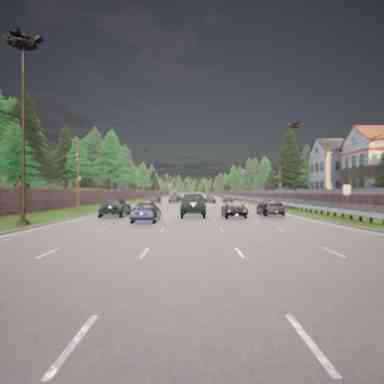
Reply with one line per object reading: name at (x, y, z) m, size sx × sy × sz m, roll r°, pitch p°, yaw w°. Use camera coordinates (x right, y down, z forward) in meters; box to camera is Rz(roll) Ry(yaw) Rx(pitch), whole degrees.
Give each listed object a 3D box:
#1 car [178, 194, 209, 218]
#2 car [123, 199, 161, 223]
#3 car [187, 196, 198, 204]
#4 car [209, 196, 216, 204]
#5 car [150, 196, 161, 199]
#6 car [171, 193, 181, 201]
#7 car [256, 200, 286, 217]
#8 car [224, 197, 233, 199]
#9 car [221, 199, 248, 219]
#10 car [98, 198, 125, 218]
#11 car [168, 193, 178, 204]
car at (0.106, 1.185, 29.757) m, size 2.150 × 2.045 × 5.566 m, roll 0°, pitch 0°, yaw 0°
car at (-3.395, 1.517, 24.887) m, size 2.033 × 1.411 × 5.357 m, roll 0°, pitch 0°, yaw 0°
car at (0.012, 1.470, 63.465) m, size 2.033 × 1.411 × 5.357 m, roll 0°, pitch 0°, yaw 0°
car at (3.512, 1.485, 63.881) m, size 1.994 × 1.385 × 4.181 m, roll 0°, pitch 0°, yaw 0°
car at (-6.988, 1.415, 63.466) m, size 2.128 × 1.511 × 4.902 m, roll 0°, pitch 0°, yaw 0°
car at (-3.486, 1.098, 73.855) m, size 2.097 × 1.767 × 4.553 m, roll 0°, pitch 0°, yaw 0°
car at (7.104, 1.454, 30.330) m, size 2.128 × 1.511 × 4.902 m, roll 0°, pitch 0°, yaw 0°
car at (7.012, 1.522, 63.910) m, size 1.895 × 1.301 × 4.718 m, roll 0°, pitch 0°, yaw 0°
car at (3.606, 1.565, 29.000) m, size 1.895 × 1.301 × 4.718 m, roll 0°, pitch 0°, yaw 0°
car at (-6.893, 1.316, 30.095) m, size 2.097 × 1.767 × 4.553 m, roll 0°, pitch 0°, yaw 0°
car at (-3.488, 1.414, 63.465) m, size 2.128 × 1.511 × 4.902 m, roll 0°, pitch 0°, yaw 0°
